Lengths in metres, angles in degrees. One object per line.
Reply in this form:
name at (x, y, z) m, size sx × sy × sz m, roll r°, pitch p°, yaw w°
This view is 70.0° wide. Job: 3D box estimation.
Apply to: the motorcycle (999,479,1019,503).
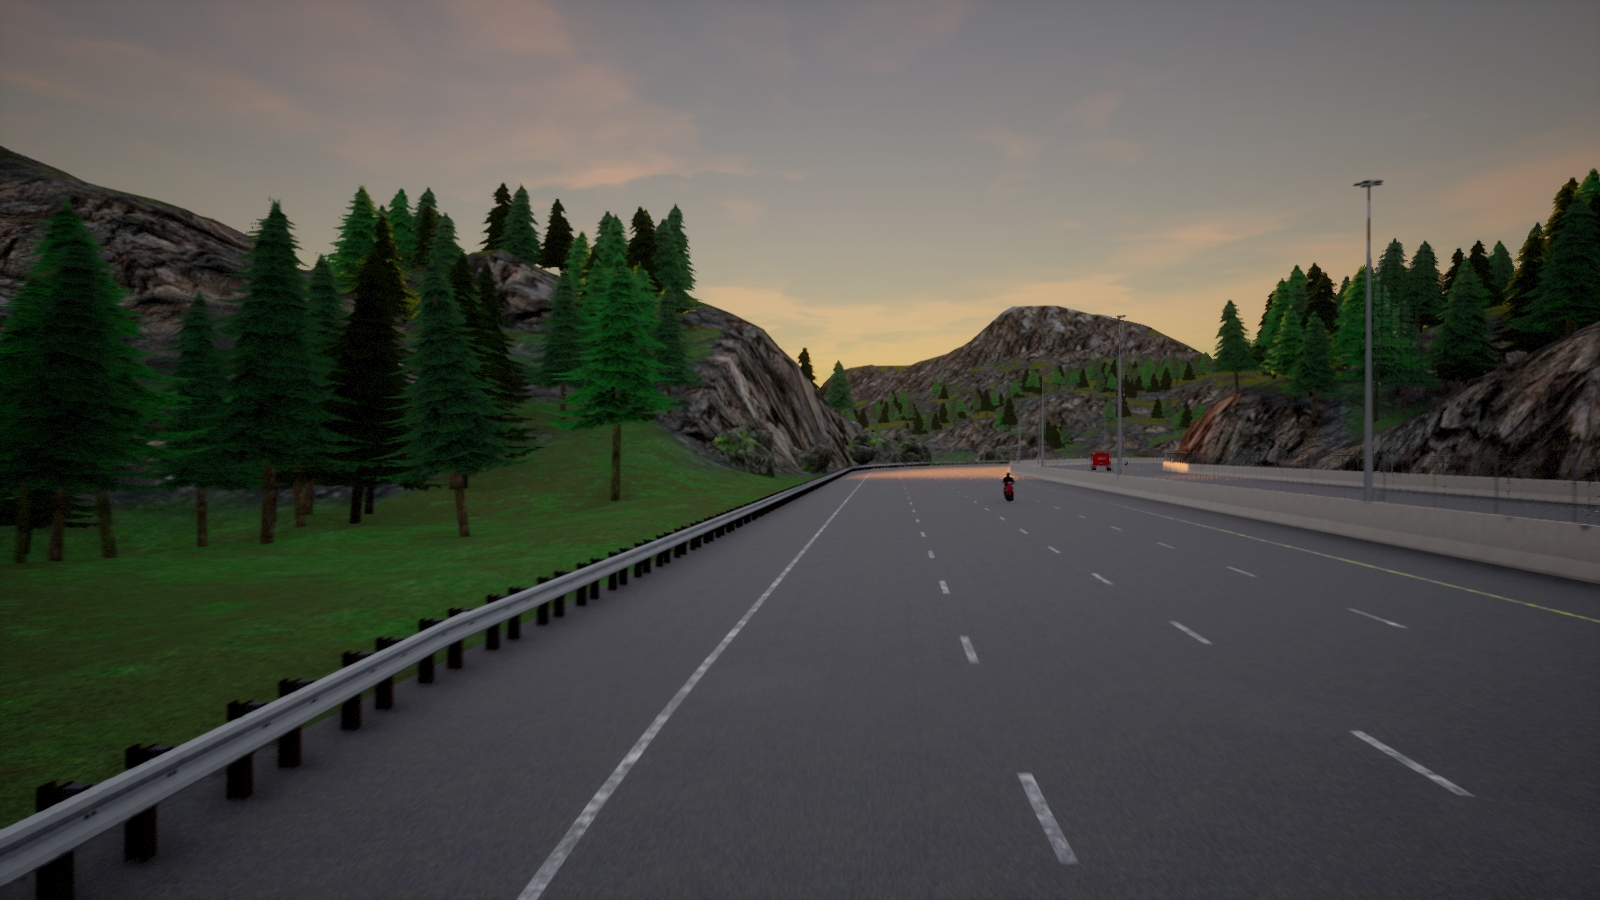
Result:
motorcycle at (11.204, 2.192, 61.379) m, size 0.856 × 1.236 × 1.805 m, roll 0°, pitch 0°, yaw 4°
